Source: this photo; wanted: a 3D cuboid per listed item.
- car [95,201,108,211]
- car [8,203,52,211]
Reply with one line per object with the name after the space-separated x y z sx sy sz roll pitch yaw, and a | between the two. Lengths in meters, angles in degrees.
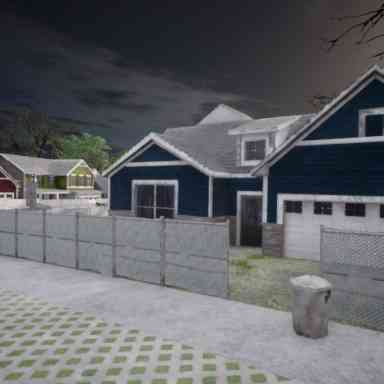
-10.400 1.852 41.439 1.994 1.385 4.181 1 0 17 | car
-14.431 1.694 29.399 1.812 1.442 4.674 1 0 20 | car
